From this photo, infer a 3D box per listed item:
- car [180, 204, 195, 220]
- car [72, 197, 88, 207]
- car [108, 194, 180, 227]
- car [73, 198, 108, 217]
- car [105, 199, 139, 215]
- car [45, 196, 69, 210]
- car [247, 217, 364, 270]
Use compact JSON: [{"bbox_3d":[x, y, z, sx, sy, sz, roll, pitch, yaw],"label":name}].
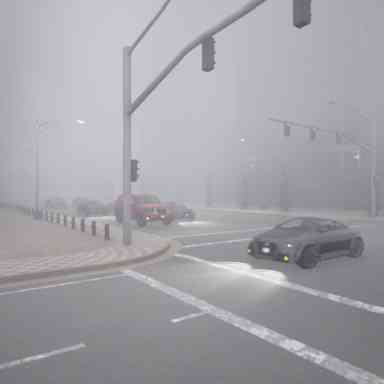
[{"bbox_3d":[-1.540,1.504,26.118,1.994,1.385,4.181,0,0,-36],"label":"car"},{"bbox_3d":[-14.720,1.418,44.903,1.882,1.535,5.008,0,0,-35],"label":"car"},{"bbox_3d":[-3.432,1.163,22.742,2.150,2.045,5.566,0,0,-36],"label":"car"},{"bbox_3d":[-9.270,1.505,30.970,1.994,1.385,4.181,0,0,-35],"label":"car"},{"bbox_3d":[-7.279,1.504,34.229,1.994,1.385,4.181,0,0,-35],"label":"car"},{"bbox_3d":[-17.344,1.293,42.544,2.097,1.767,4.553,0,0,-35],"label":"car"},{"bbox_3d":[3.816,1.534,11.012,4.181,1.385,1.994,0,0,-35],"label":"car"}]
